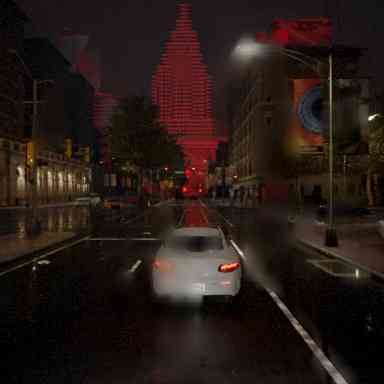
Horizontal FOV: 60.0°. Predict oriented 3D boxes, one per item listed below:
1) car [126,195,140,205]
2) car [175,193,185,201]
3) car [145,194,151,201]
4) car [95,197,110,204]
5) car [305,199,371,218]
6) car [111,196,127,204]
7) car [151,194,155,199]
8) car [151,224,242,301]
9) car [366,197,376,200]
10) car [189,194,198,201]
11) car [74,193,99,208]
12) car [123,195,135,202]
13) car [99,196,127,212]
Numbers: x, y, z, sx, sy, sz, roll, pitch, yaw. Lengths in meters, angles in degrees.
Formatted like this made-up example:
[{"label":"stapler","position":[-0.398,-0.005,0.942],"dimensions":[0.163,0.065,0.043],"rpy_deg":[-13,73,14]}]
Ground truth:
[{"label":"car","position":[-11.318,1.478,60.552],"dimensions":[1.882,1.535,5.008],"rpy_deg":[0,1,1]},{"label":"car","position":[-3.138,1.218,86.529],"dimensions":[2.150,2.045,5.566],"rpy_deg":[0,0,0]},{"label":"car","position":[-11.189,1.540,74.482],"dimensions":[2.033,1.411,5.357],"rpy_deg":[0,0,0]},{"label":"car","position":[-17.970,1.595,66.948],"dimensions":[1.895,1.301,4.718],"rpy_deg":[0,0,0]},{"label":"car","position":[13.082,1.547,29.924],"dimensions":[5.357,1.411,2.033],"rpy_deg":[0,0,0]},{"label":"car","position":[-14.731,1.547,67.044],"dimensions":[2.033,1.411,5.357],"rpy_deg":[0,0,0]},{"label":"car","position":[-11.126,1.341,89.291],"dimensions":[2.097,1.767,4.553],"rpy_deg":[0,0,0]},{"label":"car","position":[0.110,1.526,8.204],"dimensions":[1.812,1.442,4.674],"rpy_deg":[0,0,1]},{"label":"car","position":[34.730,1.481,68.120],"dimensions":[2.231,1.521,4.892],"rpy_deg":[0,0,0]},{"label":"car","position":[0.362,1.493,86.484],"dimensions":[1.837,1.490,4.892],"rpy_deg":[0,0,0]},{"label":"car","position":[-14.900,1.223,47.560],"dimensions":[2.150,2.045,5.566],"rpy_deg":[0,0,0]},{"label":"car","position":[-14.677,1.500,77.220],"dimensions":[1.837,1.490,4.892],"rpy_deg":[0,0,0]},{"label":"car","position":[-9.552,1.477,39.679],"dimensions":[1.882,1.535,5.008],"rpy_deg":[-1,0,-23]}]
